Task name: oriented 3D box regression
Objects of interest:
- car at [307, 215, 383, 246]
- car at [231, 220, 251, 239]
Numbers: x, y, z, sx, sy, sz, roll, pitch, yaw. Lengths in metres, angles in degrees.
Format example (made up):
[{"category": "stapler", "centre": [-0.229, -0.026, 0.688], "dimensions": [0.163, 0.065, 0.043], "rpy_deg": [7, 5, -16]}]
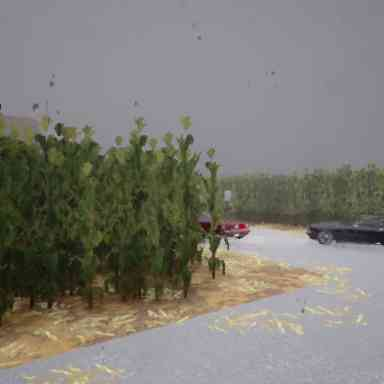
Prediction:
[{"category": "car", "centre": [7.405, 1.643, 14.135], "dimensions": [4.718, 1.301, 1.895], "rpy_deg": [0, 0, 27]}, {"category": "car", "centre": [0.731, 1.655, 16.862], "dimensions": [1.895, 1.301, 4.718], "rpy_deg": [0, 0, -36]}]
